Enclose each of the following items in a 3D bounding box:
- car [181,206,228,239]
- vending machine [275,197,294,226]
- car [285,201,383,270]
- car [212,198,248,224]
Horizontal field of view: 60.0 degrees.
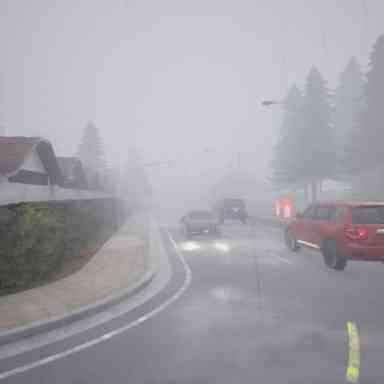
[{"bbox_3d":[0.435,1.752,18.993,1.837,1.490,4.892,0,-1,-7],"label":"car"},{"bbox_3d":[6.861,1.452,24.689,1.100,2.100,0.880,0,-1,-7],"label":"vending machine"},{"bbox_3d":[5.109,1.334,11.625,2.150,2.045,5.566,0,-1,-4],"label":"car"},{"bbox_3d":[3.012,1.553,27.966,2.150,2.045,5.566,0,-1,-7],"label":"car"}]
